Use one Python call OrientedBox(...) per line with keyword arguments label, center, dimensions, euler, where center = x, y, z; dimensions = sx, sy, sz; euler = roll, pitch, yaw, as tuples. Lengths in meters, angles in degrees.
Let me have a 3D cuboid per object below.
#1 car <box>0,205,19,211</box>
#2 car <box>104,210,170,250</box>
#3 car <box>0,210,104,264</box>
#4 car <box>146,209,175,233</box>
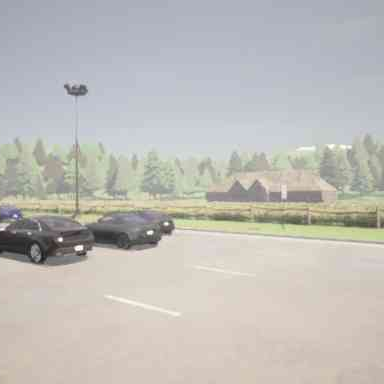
OrientedBox(label="car", center=(-16.341, 1.823, 28.526), dimensions=(4.674, 1.442, 1.812), euler=(-1, 0, 35))
OrientedBox(label="car", center=(-3.376, 1.677, 14.996), dimensions=(4.181, 1.385, 1.994), euler=(-1, 0, 36))
OrientedBox(label="car", center=(-5.694, 1.622, 12.351), dimensions=(4.892, 1.490, 1.837), euler=(-1, 0, 36))
OrientedBox(label="car", center=(-3.014, 1.698, 19.037), dimensions=(4.181, 1.385, 1.994), euler=(-1, 0, 35))
